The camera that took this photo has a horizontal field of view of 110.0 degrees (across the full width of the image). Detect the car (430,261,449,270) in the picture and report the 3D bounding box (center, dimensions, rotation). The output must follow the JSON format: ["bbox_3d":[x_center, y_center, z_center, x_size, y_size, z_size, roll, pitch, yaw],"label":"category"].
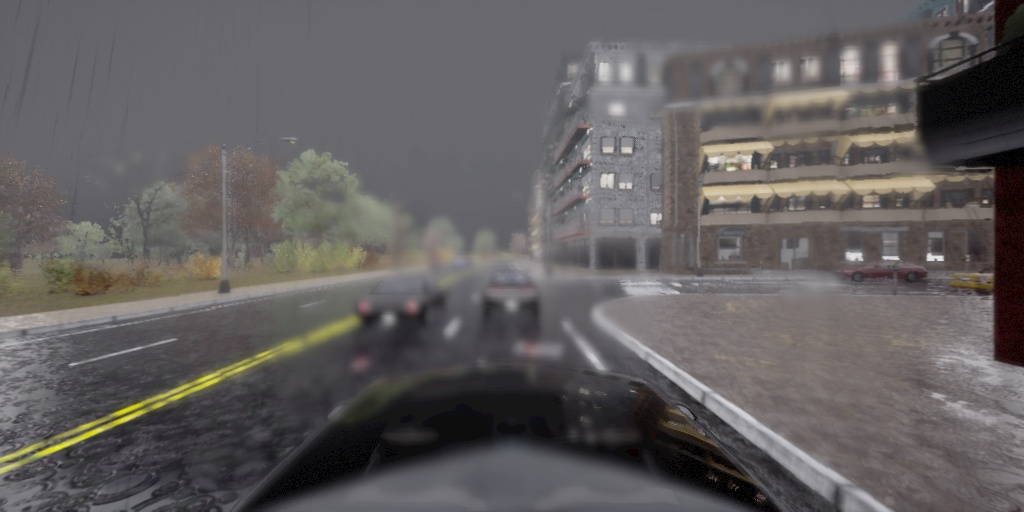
[{"bbox_3d":[-11.017,1.447,53.866,1.994,1.385,4.181,0,0,-2],"label":"car"}]

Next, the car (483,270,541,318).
[{"bbox_3d":[-0.008,1.265,13.155,2.128,1.511,4.902,0,0,0],"label":"car"}]

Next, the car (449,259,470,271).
[{"bbox_3d":[-7.748,1.357,53.271,1.882,1.535,5.008,0,0,-2],"label":"car"}]

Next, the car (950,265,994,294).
[{"bbox_3d":[20.447,0.831,13.797,4.829,1.417,1.751,0,0,15],"label":"car"}]

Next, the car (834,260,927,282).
[{"bbox_3d":[22.430,0.880,21.943,4.207,1.307,1.802,0,0,15],"label":"car"}]

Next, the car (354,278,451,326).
[{"bbox_3d":[-3.254,1.373,11.725,1.895,1.301,4.718,0,0,0],"label":"car"}]
